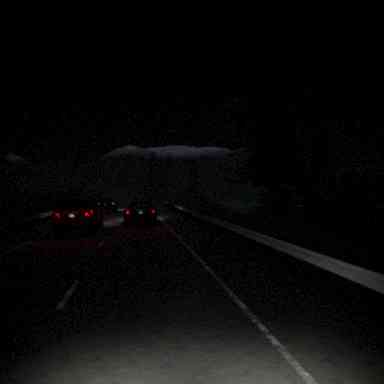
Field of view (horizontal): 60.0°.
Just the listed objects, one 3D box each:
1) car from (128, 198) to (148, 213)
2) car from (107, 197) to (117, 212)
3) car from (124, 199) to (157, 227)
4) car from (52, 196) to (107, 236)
[{"bbox_3d":[-6.219,1.486,38.282,2.033,1.411,5.357,-2,0,-10],"label":"car"},{"bbox_3d":[-9.825,1.389,38.622,2.097,1.767,4.553,-2,0,-10],"label":"car"},{"bbox_3d":[-3.560,1.310,22.850,2.097,1.767,4.553,-2,0,-10],"label":"car"},{"bbox_3d":[-6.494,1.284,19.335,2.150,2.045,5.566,-2,0,-10],"label":"car"}]
